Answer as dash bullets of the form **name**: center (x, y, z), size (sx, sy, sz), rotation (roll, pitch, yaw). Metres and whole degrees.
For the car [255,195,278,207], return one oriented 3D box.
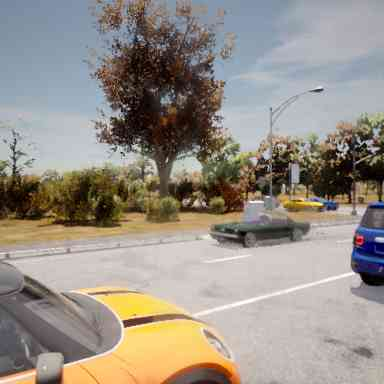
- **car**: center (10.744, 1.330, 48.748), size (2.097, 1.767, 4.553), rotation (0, 0, -32)

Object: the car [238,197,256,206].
- **car**: center (6.702, 1.576, 48.587), size (1.895, 1.301, 4.718), rotation (0, 0, -33)

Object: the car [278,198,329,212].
- **car**: center (12.928, 1.467, 38.769), size (1.882, 1.535, 5.008), rotation (0, 0, -32)

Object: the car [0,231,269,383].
- **car**: center (-1.755, 1.352, 2.493), size (4.553, 1.767, 2.097), rotation (0, 0, -35)

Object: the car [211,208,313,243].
- **car**: center (3.050, 1.597, 14.712), size (4.718, 1.301, 1.895), rotation (0, 0, -35)

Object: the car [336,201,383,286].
- **car**: center (6.153, 1.218, 8.132), size (5.566, 2.045, 2.150), rotation (0, 0, -35)

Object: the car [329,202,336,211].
- **car**: center (15.623, 1.465, 41.051), size (1.882, 1.535, 5.008), rotation (0, 0, -32)
